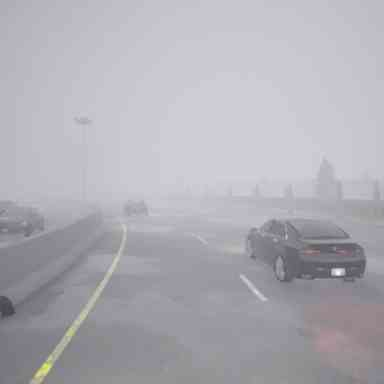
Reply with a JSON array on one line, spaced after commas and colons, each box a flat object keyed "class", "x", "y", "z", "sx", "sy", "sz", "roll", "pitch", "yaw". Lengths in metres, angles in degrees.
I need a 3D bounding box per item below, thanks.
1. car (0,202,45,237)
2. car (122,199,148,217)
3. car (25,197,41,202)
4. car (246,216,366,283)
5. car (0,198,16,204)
[{"class": "car", "x": -9.158, "y": 1.511, "z": 17.729, "sx": 1.812, "sy": 1.442, "sz": 4.674, "roll": 0, "pitch": 0, "yaw": -12}, {"class": "car", "x": -5.361, "y": 1.399, "z": 30.901, "sx": 2.128, "sy": 1.511, "sz": 4.902, "roll": 0, "pitch": 0, "yaw": -19}, {"class": "car", "x": -26.413, "y": 1.512, "z": 55.275, "sx": 1.812, "sy": 1.442, "sz": 4.674, "roll": -1, "pitch": 0, "yaw": -37}, {"class": "car", "x": 2.908, "y": 1.452, "z": 9.518, "sx": 1.837, "sy": 1.490, "sz": 4.892, "roll": 0, "pitch": 0, "yaw": -5}, {"class": "car", "x": -15.530, "y": 1.503, "z": 27.672, "sx": 1.837, "sy": 1.490, "sz": 4.892, "roll": 0, "pitch": 0, "yaw": -19}]
